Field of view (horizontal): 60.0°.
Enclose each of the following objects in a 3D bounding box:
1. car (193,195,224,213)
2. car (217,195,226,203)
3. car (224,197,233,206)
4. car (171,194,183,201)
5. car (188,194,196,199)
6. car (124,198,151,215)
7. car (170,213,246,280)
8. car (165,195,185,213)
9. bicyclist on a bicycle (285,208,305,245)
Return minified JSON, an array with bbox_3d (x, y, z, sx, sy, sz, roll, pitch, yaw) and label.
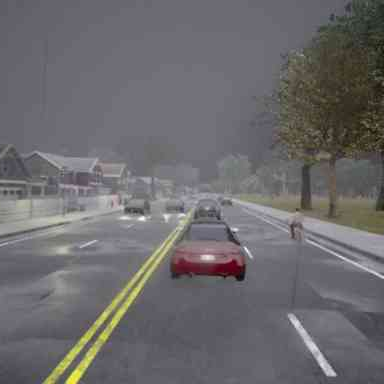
[{"bbox_3d":[1.270,1.354,27.785,2.097,1.767,4.553,1,0,3],"label":"car"},{"bbox_3d":[6.457,1.551,73.614,1.837,1.490,4.892,1,0,3],"label":"car"},{"bbox_3d":[5.823,1.582,56.948,1.812,1.442,4.674,1,0,2],"label":"car"},{"bbox_3d":[-3.307,1.261,73.434,2.033,1.411,5.357,1,0,3],"label":"car"},{"bbox_3d":[0.126,1.075,77.404,2.097,1.767,4.553,1,0,3],"label":"car"},{"bbox_3d":[-5.236,1.375,32.329,1.882,1.535,5.008,1,0,3],"label":"car"},{"bbox_3d":[0.478,1.563,10.075,1.994,1.385,4.181,1,0,3],"label":"car"},{"bbox_3d":[-1.797,1.427,36.502,1.882,1.535,5.008,1,0,3],"label":"car"},{"bbox_3d":[4.714,1.499,15.046,0.866,1.612,1.509,1,0,3],"label":"bicyclist on a bicycle"}]
